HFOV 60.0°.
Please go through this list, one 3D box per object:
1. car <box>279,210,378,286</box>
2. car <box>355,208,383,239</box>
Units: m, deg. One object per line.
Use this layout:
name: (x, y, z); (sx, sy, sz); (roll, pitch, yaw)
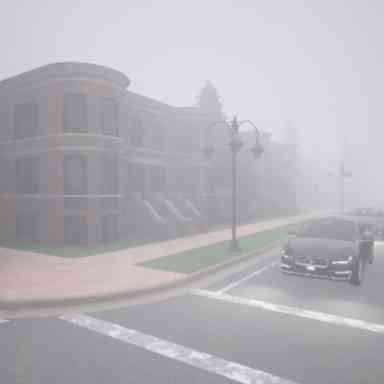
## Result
car: (4.060, 1.488, 9.657); (1.837, 1.490, 4.892); (0, 0, 34)
car: (9.000, 1.532, 17.051); (1.994, 1.385, 4.181); (0, 0, 34)
